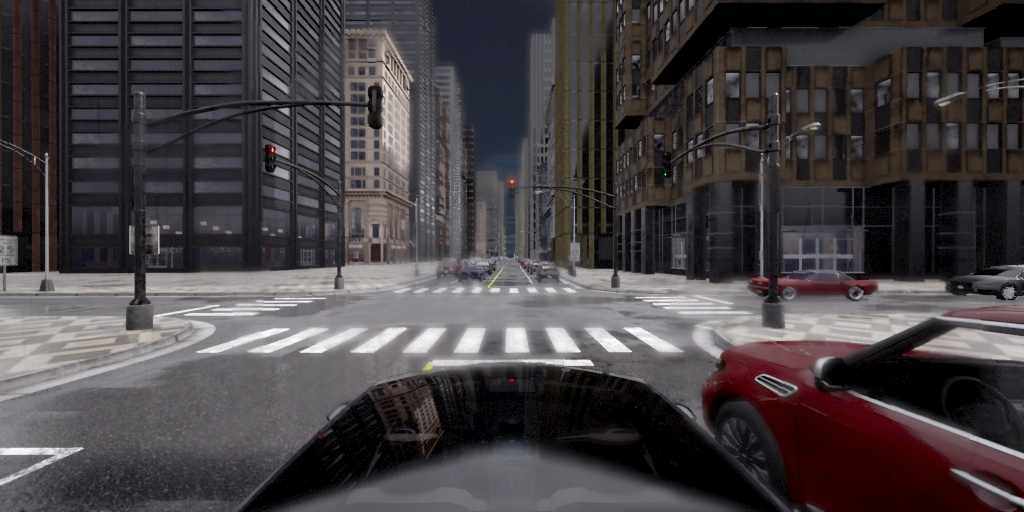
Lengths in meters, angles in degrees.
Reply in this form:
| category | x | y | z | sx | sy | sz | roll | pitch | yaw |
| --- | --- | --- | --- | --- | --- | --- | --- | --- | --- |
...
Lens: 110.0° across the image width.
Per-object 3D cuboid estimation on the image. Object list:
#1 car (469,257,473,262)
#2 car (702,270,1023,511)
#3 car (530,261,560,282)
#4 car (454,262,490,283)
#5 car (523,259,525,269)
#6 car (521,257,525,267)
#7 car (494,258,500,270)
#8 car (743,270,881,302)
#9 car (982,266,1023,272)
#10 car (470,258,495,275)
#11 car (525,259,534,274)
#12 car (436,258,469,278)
| category | x | y | z | sx | sy | sz | roll | pitch | yaw |
| --- | --- | --- | --- | --- | --- | --- | --- | --- | --- |
| car | -5.749 | 1.194 | 39.479 | 1.967 | 1.591 | 4.097 | 0 | 0 | 0 |
| car | 2.762 | 1.065 | 1.230 | 2.192 | 1.841 | 5.009 | 0 | 0 | 0 |
| car | 2.772 | 1.302 | 28.203 | 2.007 | 1.370 | 4.403 | 0 | 0 | 0 |
| car | -3.090 | 1.352 | 28.462 | 1.895 | 1.301 | 4.718 | 0 | 0 | 0 |
| car | 2.778 | 1.300 | 45.125 | 1.888 | 1.381 | 4.507 | 0 | 0 | 0 |
| car | 2.783 | 1.199 | 56.406 | 1.967 | 1.591 | 4.097 | 0 | 0 | 0 |
| car | -3.076 | 1.304 | 48.799 | 2.033 | 1.411 | 5.357 | 0 | 0 | 0 |
| car | 13.525 | 1.314 | 16.376 | 4.718 | 1.301 | 1.895 | 0 | 0 | 0 |
| car | 22.973 | 1.198 | 16.419 | 4.892 | 1.490 | 1.837 | 0 | 0 | 0 |
| car | -3.087 | 1.279 | 38.430 | 1.812 | 1.442 | 4.674 | 0 | 0 | 0 |
| car | 2.776 | 1.304 | 39.485 | 2.007 | 1.370 | 4.403 | 0 | 0 | 0 |
| car | -5.751 | 1.067 | 33.837 | 2.192 | 1.841 | 5.009 | 0 | 0 | 0 |
